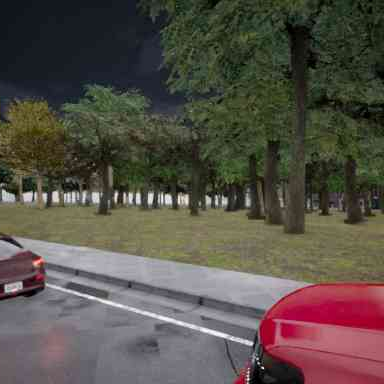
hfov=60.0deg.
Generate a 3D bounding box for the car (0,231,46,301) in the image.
[{"bbox_3d":[-5.036,1.524,7.258,4.674,1.442,1.812,0,0,36],"label":"car"}]

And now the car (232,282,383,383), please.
[{"bbox_3d":[2.923,1.222,1.601,5.566,2.045,2.150,0,0,35],"label":"car"}]
